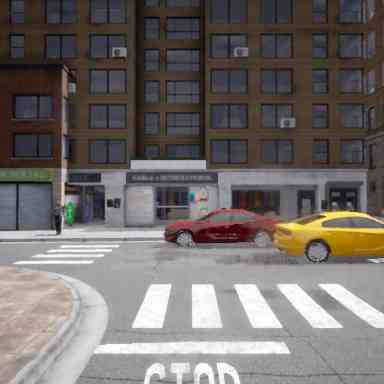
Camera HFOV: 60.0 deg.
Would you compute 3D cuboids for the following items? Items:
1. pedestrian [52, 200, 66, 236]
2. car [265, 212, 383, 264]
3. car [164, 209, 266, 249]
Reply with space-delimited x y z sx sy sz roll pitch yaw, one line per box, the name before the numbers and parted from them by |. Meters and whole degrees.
pedestrian | -6.830 1.290 17.017 0.375 1.860 0.375 0 -1 0
car | 5.265 1.412 11.089 5.008 1.535 1.882 -1 -1 0
car | 1.328 1.490 14.070 5.008 1.535 1.882 -1 -1 0
